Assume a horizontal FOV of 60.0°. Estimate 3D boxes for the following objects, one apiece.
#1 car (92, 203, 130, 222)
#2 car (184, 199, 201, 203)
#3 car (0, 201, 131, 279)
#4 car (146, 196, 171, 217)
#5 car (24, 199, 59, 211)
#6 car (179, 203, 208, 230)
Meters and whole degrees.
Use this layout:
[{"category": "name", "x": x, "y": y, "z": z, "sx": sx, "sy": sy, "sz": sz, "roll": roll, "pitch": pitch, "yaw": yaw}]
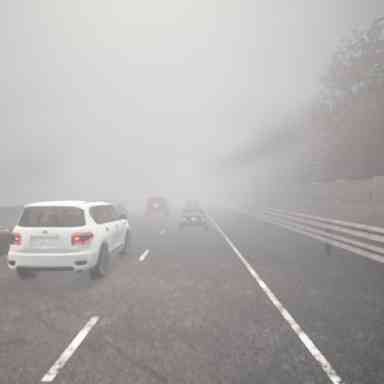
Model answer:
[{"category": "car", "x": -6.909, "y": 1.730, "z": 29.125, "sx": 2.033, "sy": 1.411, "sz": 5.357, "roll": 0, "pitch": 0, "yaw": 0}, {"category": "car", "x": 0.089, "y": 1.623, "z": 41.874, "sx": 2.097, "sy": 1.767, "sz": 4.553, "roll": 0, "pitch": 0, "yaw": 0}, {"category": "car", "x": -3.403, "y": 1.281, "z": 10.376, "sx": 2.150, "sy": 2.045, "sz": 5.566, "roll": 0, "pitch": 0, "yaw": 0}, {"category": "car", "x": -3.410, "y": 1.439, "z": 34.244, "sx": 2.150, "sy": 2.045, "sz": 5.566, "roll": 0, "pitch": 0, "yaw": 0}, {"category": "car", "x": -17.509, "y": 1.462, "z": 38.966, "sx": 1.895, "sy": 1.301, "sz": 4.718, "roll": 0, "pitch": 0, "yaw": 0}, {"category": "car", "x": 0.096, "y": 1.684, "z": 22.423, "sx": 2.033, "sy": 1.411, "sz": 5.357, "roll": 0, "pitch": 0, "yaw": 0}]
